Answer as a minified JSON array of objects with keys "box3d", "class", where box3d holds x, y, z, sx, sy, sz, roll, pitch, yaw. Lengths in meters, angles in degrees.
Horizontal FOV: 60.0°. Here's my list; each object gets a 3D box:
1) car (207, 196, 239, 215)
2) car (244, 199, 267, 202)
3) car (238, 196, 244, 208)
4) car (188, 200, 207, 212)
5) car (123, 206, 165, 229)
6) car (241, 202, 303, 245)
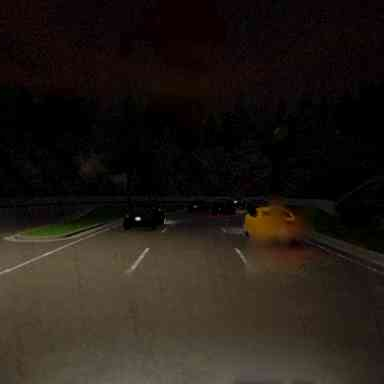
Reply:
[{"box3d":[3.283,1.478,33.907,1.882,1.535,5.008,0,0,16],"class":"car"},{"box3d":[6.710,1.477,33.269,1.882,1.535,5.008,0,0,16],"class":"car"},{"box3d":[5.964,1.352,44.033,2.097,1.767,4.553,0,0,13],"class":"car"},{"box3d":[0.928,1.564,38.454,1.994,1.385,4.181,0,0,16],"class":"car"},{"box3d":[-3.005,1.564,21.526,1.994,1.385,4.181,0,0,4],"class":"car"},{"box3d":[3.683,1.477,15.683,1.882,1.535,5.008,0,0,1],"class":"car"}]
